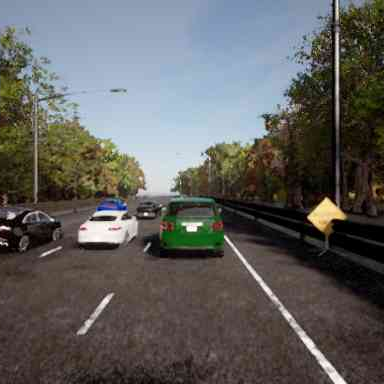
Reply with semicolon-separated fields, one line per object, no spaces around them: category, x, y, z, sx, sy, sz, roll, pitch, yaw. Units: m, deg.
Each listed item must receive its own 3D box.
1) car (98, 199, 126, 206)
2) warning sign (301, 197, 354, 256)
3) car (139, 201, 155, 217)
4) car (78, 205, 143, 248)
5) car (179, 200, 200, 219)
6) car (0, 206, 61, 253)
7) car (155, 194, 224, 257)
car;-7.237;1.407;30.632;1.882;1.535;5.008;6;1;-1
warning sign;4.490;1.112;11.085;1.300;1.860;1.060;-1;-1;0
car;-3.743;1.519;29.174;1.837;1.490;4.892;0;0;-1
car;-3.517;1.524;14.552;1.812;1.442;4.674;0;0;0
car;-0.257;1.540;30.133;1.812;1.442;4.674;0;0;-1
car;-6.949;1.355;13.567;2.128;1.511;4.902;10;-1;0
car;-0.011;1.221;13.009;2.150;2.045;5.566;0;0;0
